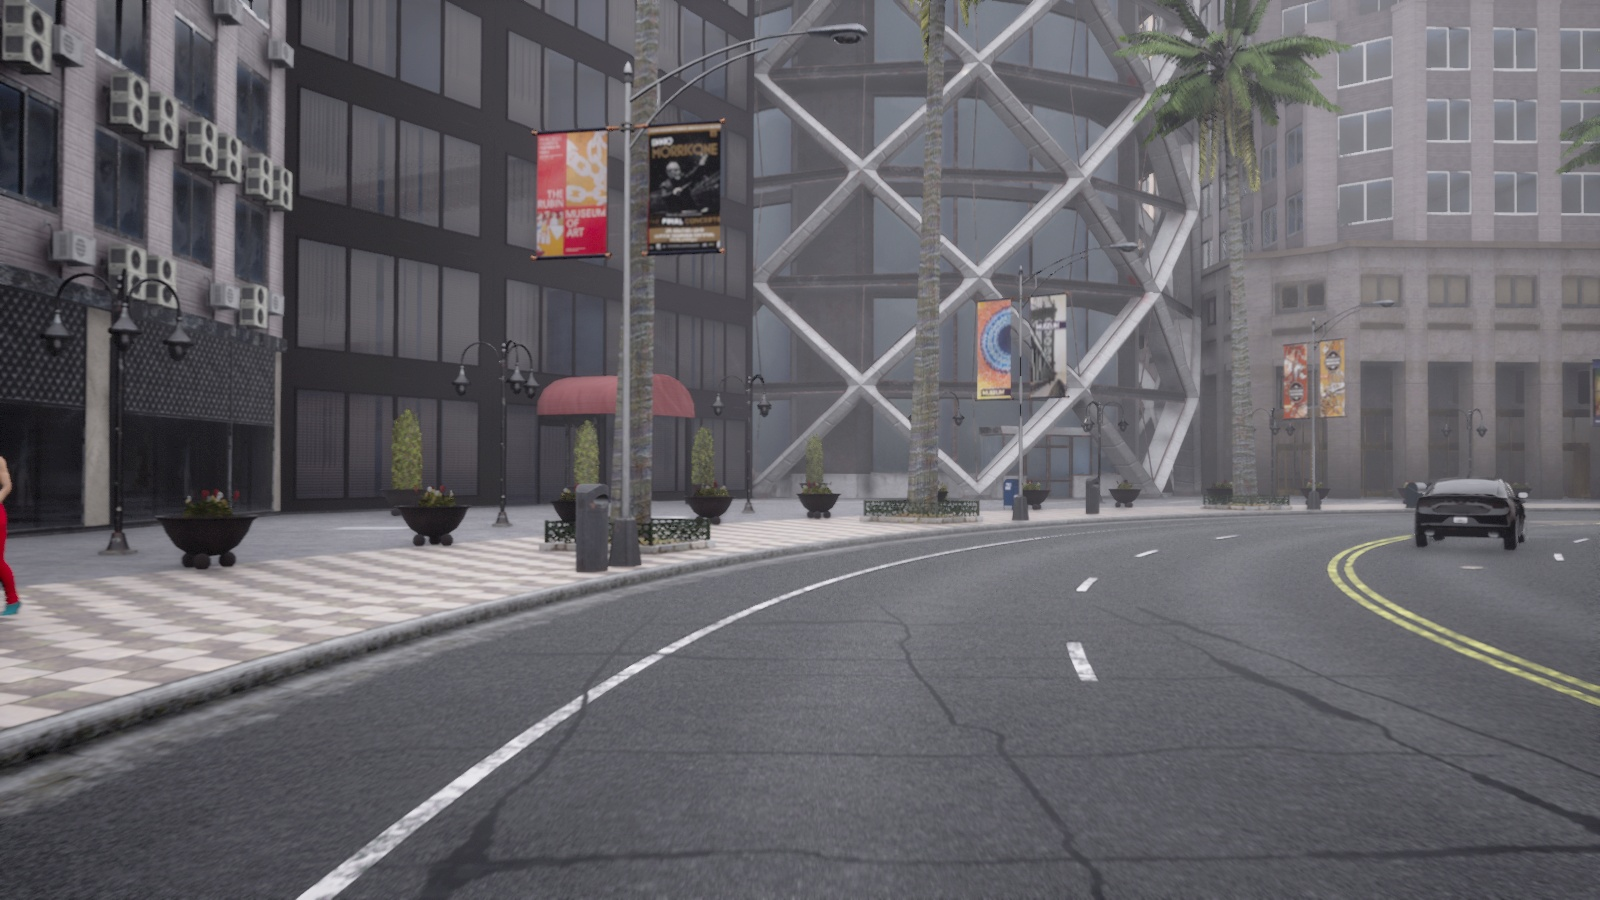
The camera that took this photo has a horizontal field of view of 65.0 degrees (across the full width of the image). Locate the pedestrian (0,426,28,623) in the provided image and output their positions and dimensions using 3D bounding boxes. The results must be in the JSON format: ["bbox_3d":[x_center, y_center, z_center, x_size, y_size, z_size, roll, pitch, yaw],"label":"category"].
[{"bbox_3d":[-7.657,0.700,11.840,0.345,1.836,0.594,0,-1,5],"label":"pedestrian"}]

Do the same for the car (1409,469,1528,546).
[{"bbox_3d":[14.917,1.201,27.882,1.882,1.535,5.008,-1,-1,33],"label":"car"}]
